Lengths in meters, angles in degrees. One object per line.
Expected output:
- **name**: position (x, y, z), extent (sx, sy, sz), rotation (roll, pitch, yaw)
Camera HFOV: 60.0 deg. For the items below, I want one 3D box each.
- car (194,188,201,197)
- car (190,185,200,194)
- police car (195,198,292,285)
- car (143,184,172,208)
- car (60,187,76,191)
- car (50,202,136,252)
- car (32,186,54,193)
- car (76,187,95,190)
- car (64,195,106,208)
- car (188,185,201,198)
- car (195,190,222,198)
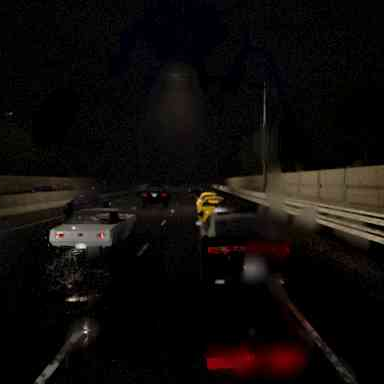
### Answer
- **car**: position (1.279, 0.721, 24.938), extent (1.801, 1.575, 5.366), rotation (0, 2, 1)
- **car**: position (0.539, -0.438, 60.072), extent (1.837, 1.490, 4.892), rotation (0, 2, 1)
- **police car**: position (1.138, 1.172, 8.866), extent (1.930, 1.638, 5.238), rotation (0, 2, 1)
- **car**: position (-3.123, 0.309, 30.475), extent (2.150, 2.045, 5.566), rotation (0, 2, 1)
- **car**: position (-20.559, -0.226, 55.689), extent (1.994, 1.385, 4.181), rotation (0, 2, 1)
- **car**: position (-3.284, 1.255, 12.131), extent (1.895, 1.301, 4.718), rotation (0, 2, 1)
- **car**: position (-24.071, -0.222, 53.892), extent (1.837, 1.490, 4.892), rotation (0, 2, 1)
- **car**: position (-17.071, -0.206, 55.090), extent (1.994, 1.385, 4.181), rotation (0, 2, 1)
- **car**: position (-6.702, 0.900, 21.473), extent (1.812, 1.442, 4.674), rotation (0, 2, 1)
- **car**: position (0.429, 0.051, 45.837), extent (2.128, 1.511, 4.902), rotation (0, 2, 1)
- **car**: position (1.226, 0.907, 18.942), extent (1.801, 1.575, 5.366), rotation (0, 2, 1)
